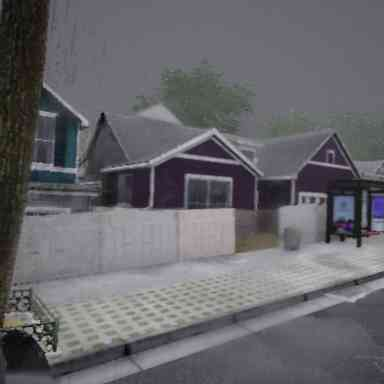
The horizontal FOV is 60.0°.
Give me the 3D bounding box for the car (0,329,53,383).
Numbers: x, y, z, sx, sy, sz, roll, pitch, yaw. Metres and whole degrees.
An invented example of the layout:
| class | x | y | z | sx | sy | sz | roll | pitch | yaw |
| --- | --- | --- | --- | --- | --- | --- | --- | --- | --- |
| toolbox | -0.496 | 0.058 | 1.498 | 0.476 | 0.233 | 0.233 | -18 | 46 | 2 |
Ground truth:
| class | x | y | z | sx | sy | sz | roll | pitch | yaw |
| --- | --- | --- | --- | --- | --- | --- | --- | --- | --- |
| car | -2.936 | 1.488 | 0.966 | 4.902 | 1.511 | 2.128 | 0 | 0 | -35 |
